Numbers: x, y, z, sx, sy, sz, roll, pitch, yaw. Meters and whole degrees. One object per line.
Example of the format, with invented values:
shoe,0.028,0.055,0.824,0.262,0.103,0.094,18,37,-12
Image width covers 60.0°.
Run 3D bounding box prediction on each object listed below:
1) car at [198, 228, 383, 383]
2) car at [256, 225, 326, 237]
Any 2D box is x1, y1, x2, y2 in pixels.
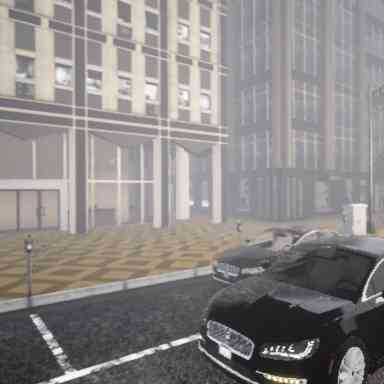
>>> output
car,2.337,1.495,5.046,4.892,1.490,1.837,0,0,-36
car,2.509,1.537,8.357,4.403,1.369,2.008,0,0,-36
